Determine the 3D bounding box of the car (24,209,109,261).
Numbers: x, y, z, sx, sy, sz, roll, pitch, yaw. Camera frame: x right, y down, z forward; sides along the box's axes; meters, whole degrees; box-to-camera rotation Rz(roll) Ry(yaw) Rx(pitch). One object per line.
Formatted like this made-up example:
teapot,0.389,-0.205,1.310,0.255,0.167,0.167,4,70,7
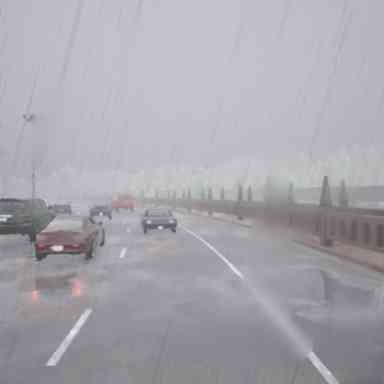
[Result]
car,-4.435,1.575,12.555,1.812,1.442,4.674,0,0,-7

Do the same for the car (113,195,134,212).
car,-8.791,1.359,41.583,2.150,2.045,5.566,0,0,-23

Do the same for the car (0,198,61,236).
car,-8.633,1.300,17.091,2.150,2.045,5.566,0,0,-10

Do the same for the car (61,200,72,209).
car,-13.636,1.620,34.881,1.882,1.535,5.008,0,0,-20

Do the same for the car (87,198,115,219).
car,-8.350,1.614,30.246,1.837,1.490,4.892,0,0,-17

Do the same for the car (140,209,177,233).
car,-2.157,1.660,20.331,1.895,1.301,4.718,0,0,-11
